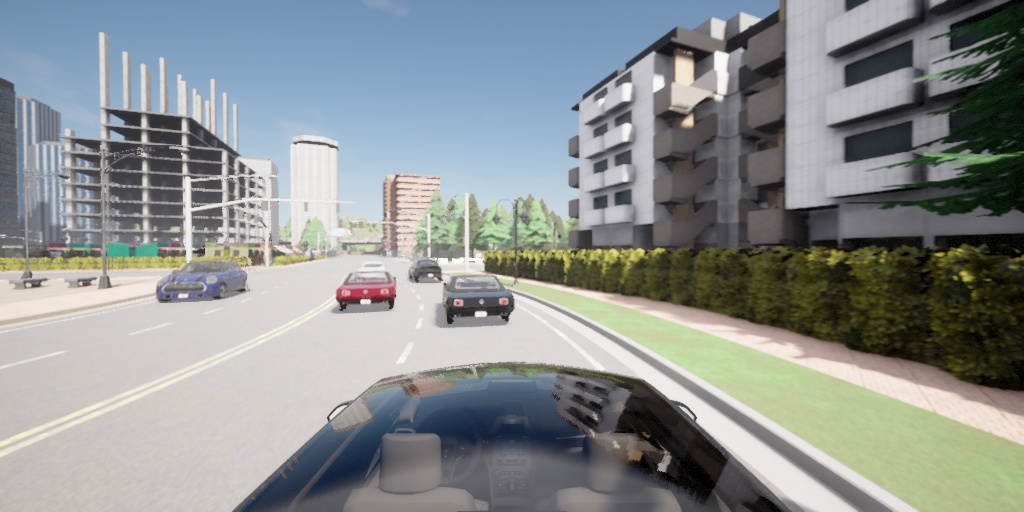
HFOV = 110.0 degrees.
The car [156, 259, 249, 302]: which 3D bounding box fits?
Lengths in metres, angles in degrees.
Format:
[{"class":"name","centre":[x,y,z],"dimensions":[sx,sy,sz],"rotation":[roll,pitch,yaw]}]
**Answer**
[{"class":"car","centre":[-13.892,0.983,16.383],"dimensions":[2.097,1.767,4.553],"rotation":[-1,1,-21]}]

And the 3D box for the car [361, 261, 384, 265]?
[{"class":"car","centre":[-9.149,1.048,23.564],"dimensions":[1.812,1.442,4.674],"rotation":[-1,1,-22]}]

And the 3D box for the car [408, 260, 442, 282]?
[{"class":"car","centre":[-6.230,0.988,25.639],"dimensions":[1.837,1.490,4.892],"rotation":[-1,1,-22]}]

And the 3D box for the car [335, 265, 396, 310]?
[{"class":"car","centre":[-5.540,1.223,14.102],"dimensions":[1.895,1.301,4.718],"rotation":[0,1,-17]}]

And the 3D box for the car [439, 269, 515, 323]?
[{"class":"car","centre":[-1.286,1.233,11.717],"dimensions":[1.895,1.301,4.718],"rotation":[0,1,-12]}]
